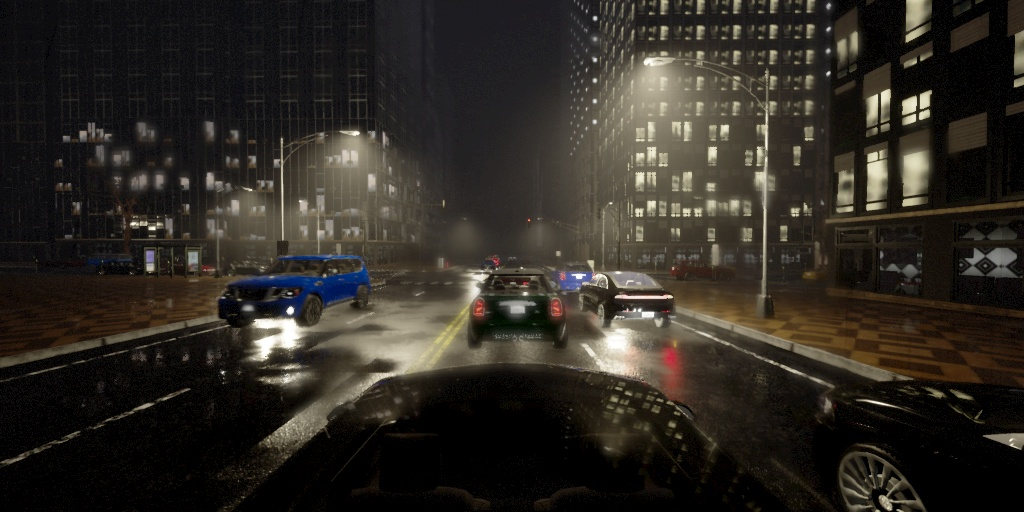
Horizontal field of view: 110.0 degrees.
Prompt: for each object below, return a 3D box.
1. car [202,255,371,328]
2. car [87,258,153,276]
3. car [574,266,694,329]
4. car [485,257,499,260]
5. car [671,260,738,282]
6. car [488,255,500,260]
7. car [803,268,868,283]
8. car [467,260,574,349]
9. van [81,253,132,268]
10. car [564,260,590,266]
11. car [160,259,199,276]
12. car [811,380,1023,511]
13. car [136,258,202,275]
[{"bbox_3d":[-6.564,0.968,11.722,2.150,2.045,5.566,0,0,0],"label":"car"},{"bbox_3d":[-34.056,1.069,31.685,4.313,1.339,1.948,0,0,1],"label":"car"},{"bbox_3d":[3.363,1.237,11.294,2.128,1.511,4.902,0,0,0],"label":"car"},{"bbox_3d":[-3.281,1.241,50.822,1.812,1.442,4.674,0,0,0],"label":"car"},{"bbox_3d":[16.232,1.269,30.785,5.009,1.841,2.192,0,0,1],"label":"car"},{"bbox_3d":[-3.251,0.925,61.045,2.150,2.045,5.566,0,0,0],"label":"car"},{"bbox_3d":[27.680,1.578,30.573,4.829,1.417,1.751,0,0,1],"label":"car"},{"bbox_3d":[0.111,1.099,9.320,2.097,1.767,4.553,0,0,0],"label":"car"},{"bbox_3d":[-45.236,0.605,40.361,3.998,1.789,1.690,0,0,1],"label":"van"},{"bbox_3d":[3.375,1.092,20.136,2.097,1.767,4.553,0,0,0],"label":"car"},{"bbox_3d":[-28.376,1.138,31.505,4.207,1.307,1.802,0,0,1],"label":"car"},{"bbox_3d":[3.344,1.242,0.902,2.128,1.511,4.902,0,0,0],"label":"car"},{"bbox_3d":[-32.732,0.998,34.290,4.674,1.442,1.812,1,1,1],"label":"car"}]
